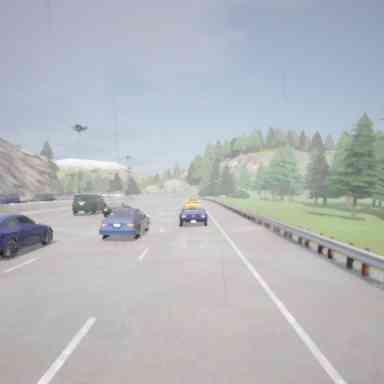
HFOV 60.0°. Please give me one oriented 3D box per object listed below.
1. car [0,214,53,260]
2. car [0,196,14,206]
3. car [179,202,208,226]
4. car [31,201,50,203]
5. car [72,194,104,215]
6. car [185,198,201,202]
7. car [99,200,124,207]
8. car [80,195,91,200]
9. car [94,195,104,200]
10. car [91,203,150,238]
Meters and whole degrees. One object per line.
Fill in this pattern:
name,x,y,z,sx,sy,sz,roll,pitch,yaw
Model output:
car,-6.903,1.526,12.388,1.812,1.442,4.674,0,0,0
car,-31.544,1.478,54.705,1.882,1.535,5.008,0,0,1
car,0.094,1.602,23.570,1.895,1.301,4.718,0,0,0
car,-21.090,1.222,46.910,2.150,2.045,5.566,0,0,0
car,-10.408,1.222,34.002,2.150,2.045,5.566,0,0,0
car,0.090,1.479,41.568,1.882,1.535,5.008,0,0,0
car,-6.909,1.602,31.128,1.895,1.301,4.718,0,0,0
car,-28.919,1.524,90.619,1.812,1.442,4.674,0,0,-5
car,-25.441,1.494,91.012,1.837,1.490,4.892,0,0,-5
car,-3.405,1.548,17.564,2.033,1.411,5.357,0,0,0
